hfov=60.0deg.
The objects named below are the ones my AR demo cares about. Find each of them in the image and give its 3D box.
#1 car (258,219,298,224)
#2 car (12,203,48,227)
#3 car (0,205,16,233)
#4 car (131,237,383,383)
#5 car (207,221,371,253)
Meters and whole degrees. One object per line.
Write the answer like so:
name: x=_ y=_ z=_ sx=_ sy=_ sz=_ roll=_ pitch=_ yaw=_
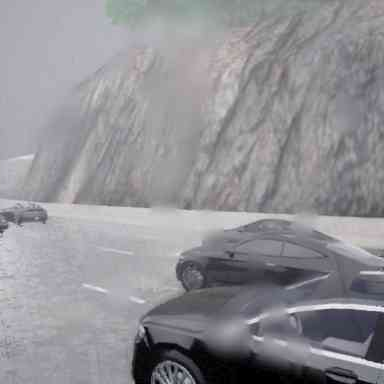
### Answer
car: x=2.431 y=1.586 z=11.050 sx=4.181 sy=1.385 sz=1.994 roll=0 pitch=0 yaw=37
car: x=-11.848 y=1.518 z=23.309 sx=4.902 sy=1.511 sz=2.128 roll=0 pitch=0 yaw=44
car: x=-12.066 y=1.567 z=18.650 sx=5.357 sy=1.411 sz=2.033 roll=0 pitch=0 yaw=43
car: x=1.568 y=1.499 z=2.971 sx=4.902 sy=1.511 sz=2.128 roll=0 pitch=0 yaw=36
car: x=1.784 y=1.540 z=7.142 sx=4.674 sy=1.442 sz=1.812 roll=0 pitch=0 yaw=36
